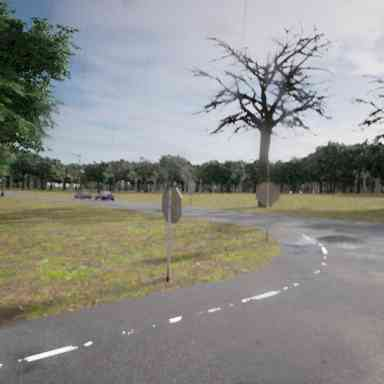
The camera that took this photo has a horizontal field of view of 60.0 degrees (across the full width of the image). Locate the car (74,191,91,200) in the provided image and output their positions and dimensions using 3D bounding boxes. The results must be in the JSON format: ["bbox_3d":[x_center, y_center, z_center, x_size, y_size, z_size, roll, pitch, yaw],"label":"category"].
[{"bbox_3d":[-19.393,0.609,59.313,2.033,1.411,5.357,2,-1,-36],"label":"car"}]

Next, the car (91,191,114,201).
[{"bbox_3d":[-13.426,0.636,51.128,1.812,1.442,4.674,2,-1,-35],"label":"car"}]
